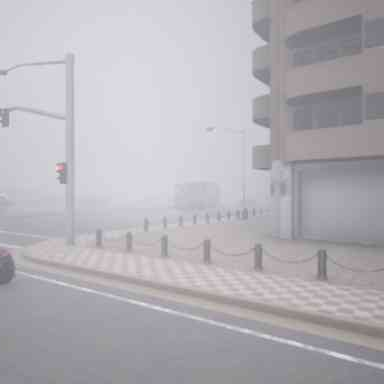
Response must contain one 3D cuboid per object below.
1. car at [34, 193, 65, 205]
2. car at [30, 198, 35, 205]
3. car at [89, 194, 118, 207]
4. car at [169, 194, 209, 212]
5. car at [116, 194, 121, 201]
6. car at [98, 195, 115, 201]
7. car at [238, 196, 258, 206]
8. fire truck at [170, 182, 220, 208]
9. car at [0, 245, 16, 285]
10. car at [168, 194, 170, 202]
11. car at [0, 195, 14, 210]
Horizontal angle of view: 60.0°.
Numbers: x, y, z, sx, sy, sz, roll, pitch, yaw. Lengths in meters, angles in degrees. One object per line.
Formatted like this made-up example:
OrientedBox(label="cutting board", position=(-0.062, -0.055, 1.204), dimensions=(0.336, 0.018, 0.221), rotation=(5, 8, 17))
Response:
OrientedBox(label="car", position=(-29.716, 1.372, 69.414), dimensions=(1.932, 1.855, 4.605), rotation=(0, 0, 35))
OrientedBox(label="car", position=(-32.036, 1.590, 71.148), dimensions=(1.784, 1.438, 3.905), rotation=(0, 0, 35))
OrientedBox(label="car", position=(-15.907, 1.568, 59.675), dimensions=(1.970, 1.475, 3.806), rotation=(0, 0, 35))
OrientedBox(label="car", position=(-0.287, 1.464, 41.732), dimensions=(2.097, 1.767, 4.553), rotation=(0, 0, 35))
OrientedBox(label="car", position=(-19.558, 1.369, 83.690), dimensions=(1.905, 1.878, 3.866), rotation=(0, 0, 35))
OrientedBox(label="car", position=(-21.908, 1.616, 85.380), dimensions=(1.970, 1.475, 3.806), rotation=(0, 0, 35))
OrientedBox(label="car", position=(9.399, 1.412, 55.251), dimensions=(1.837, 1.490, 4.892), rotation=(0, 0, 35))
OrientedBox(label="fire truck", position=(0.898, 0.452, 49.323), dimensions=(2.891, 3.827, 8.468), rotation=(0, 0, 35))
OrientedBox(label="car", position=(-6.278, 1.592, 8.294), dimensions=(4.181, 1.385, 1.994), rotation=(0, 0, 35))
OrientedBox(label="car", position=(-3.561, 1.316, 72.324), dimensions=(1.905, 1.878, 3.866), rotation=(0, 0, 35))
OrientedBox(label="car", position=(-29.373, 1.588, 50.730), dimensions=(1.970, 1.475, 3.806), rotation=(0, 0, 35))
